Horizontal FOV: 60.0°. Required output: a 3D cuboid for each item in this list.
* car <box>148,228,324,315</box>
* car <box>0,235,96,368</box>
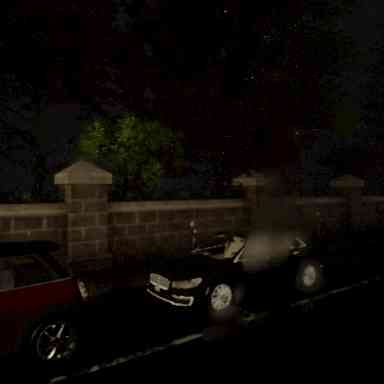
[{"bbox_3d":[1.146,1.519,7.378,4.403,1.369,2.008,0,0,-35],"label":"car"},{"bbox_3d":[-3.439,1.444,4.108,4.097,1.590,1.967,0,0,-35],"label":"car"}]
